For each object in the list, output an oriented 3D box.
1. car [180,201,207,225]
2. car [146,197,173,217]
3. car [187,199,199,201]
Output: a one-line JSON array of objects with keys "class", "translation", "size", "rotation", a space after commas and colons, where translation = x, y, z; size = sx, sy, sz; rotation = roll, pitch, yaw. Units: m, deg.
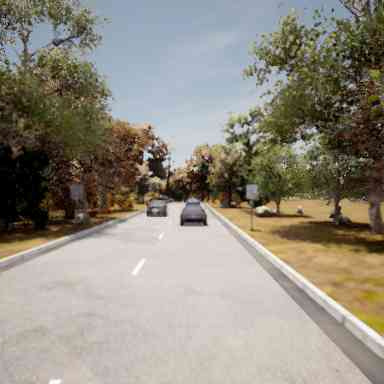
[{"class": "car", "translation": [0.111, 1.642, 25.088], "size": [1.994, 1.385, 4.181], "rotation": [0, 0, 0]}, {"class": "car", "translation": [-3.332, 1.588, 32.466], "size": [2.128, 1.511, 4.902], "rotation": [0, 0, 0]}, {"class": "car", "translation": [0.117, 1.594, 42.211], "size": [1.882, 1.535, 5.008], "rotation": [0, 0, 0]}]
